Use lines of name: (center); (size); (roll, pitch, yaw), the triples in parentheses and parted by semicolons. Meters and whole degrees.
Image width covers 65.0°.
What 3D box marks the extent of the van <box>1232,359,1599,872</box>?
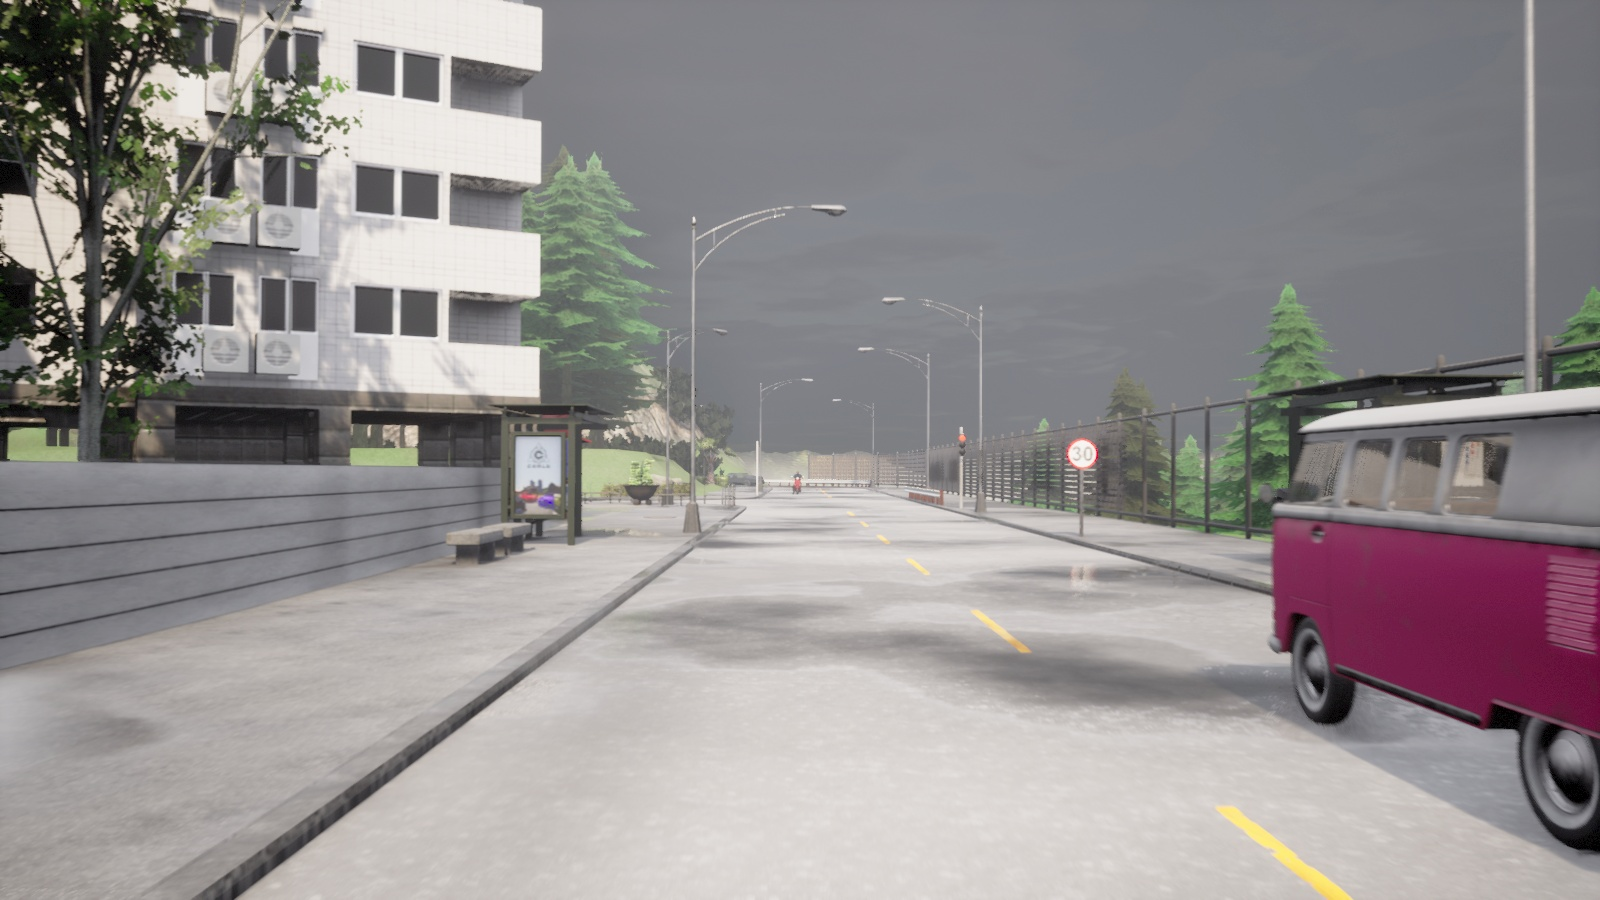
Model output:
van: (3.981, 0.665, 6.734); (1.775, 1.987, 4.442); (0, -1, 0)
